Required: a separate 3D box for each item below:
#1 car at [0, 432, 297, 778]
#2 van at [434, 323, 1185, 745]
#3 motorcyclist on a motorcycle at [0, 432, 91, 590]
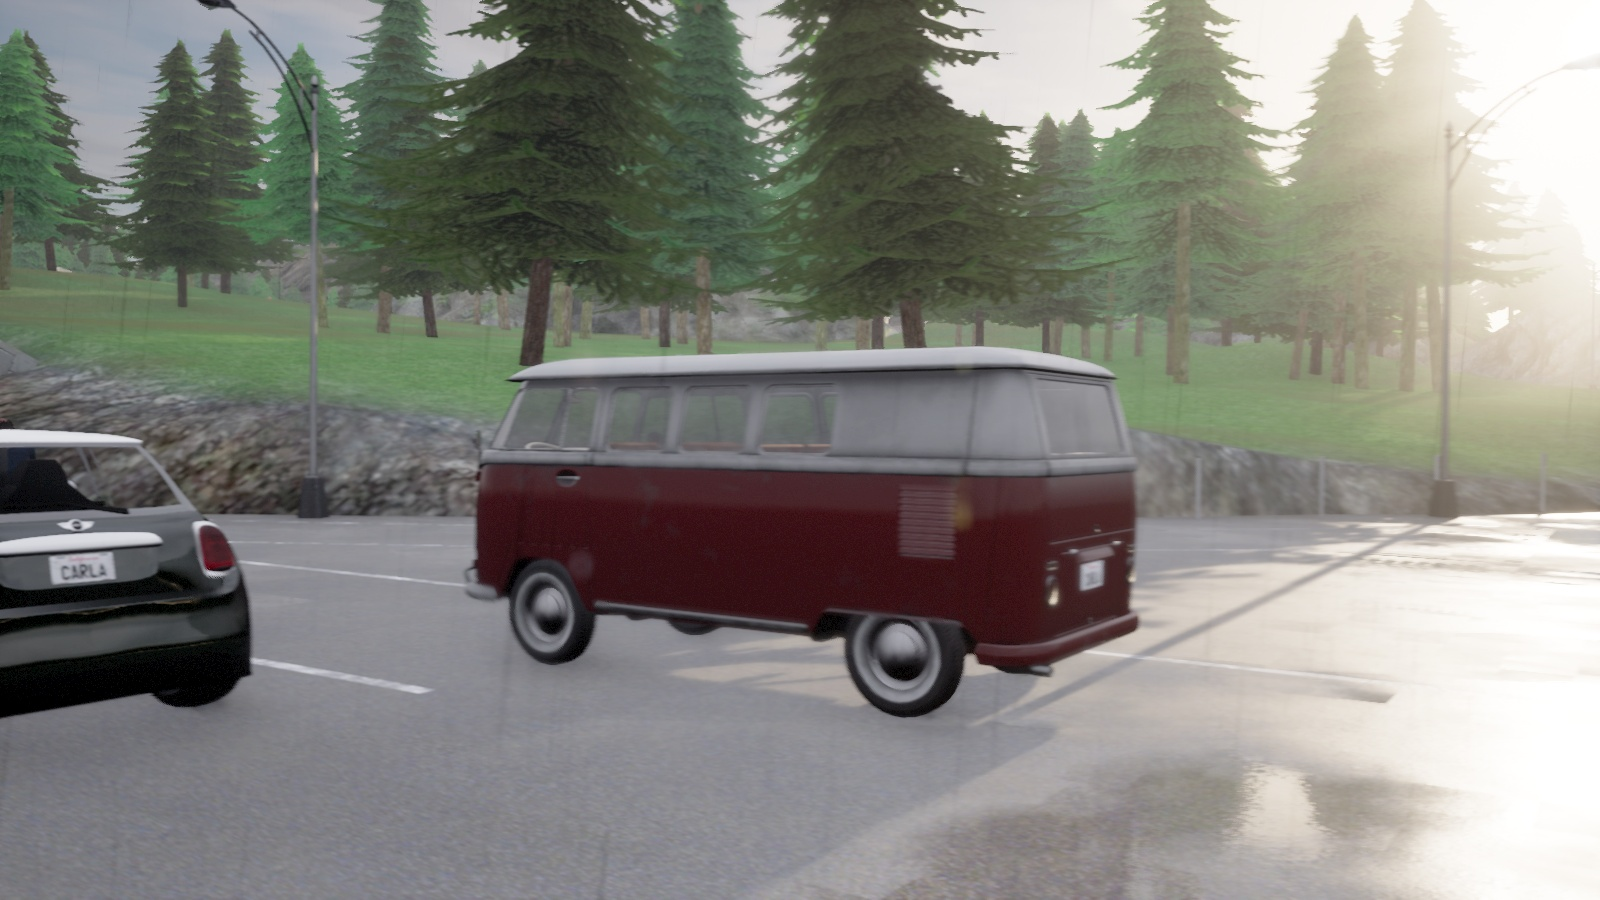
[{"bbox_3d":[-4.769,0.664,6.792,3.806,1.475,1.970,0,1,34],"label":"car"},{"bbox_3d":[-0.084,0.387,7.876,4.442,1.987,1.775,0,1,34],"label":"van"},{"bbox_3d":[-8.558,0.610,13.511,1.817,1.590,0.866,0,1,34],"label":"motorcyclist on a motorcycle"}]
